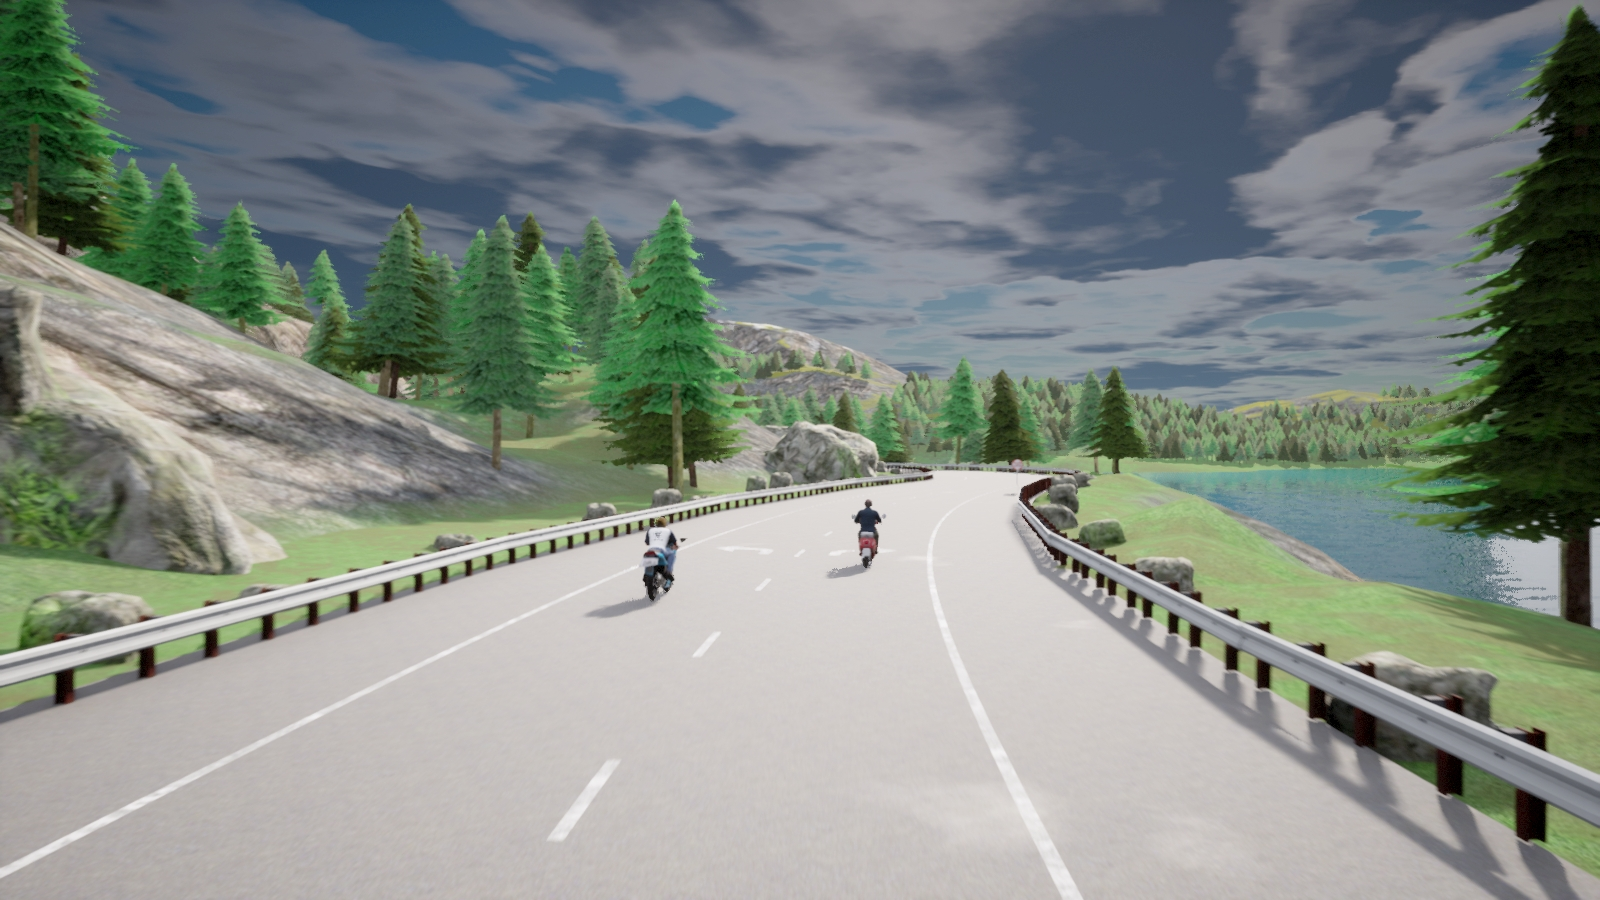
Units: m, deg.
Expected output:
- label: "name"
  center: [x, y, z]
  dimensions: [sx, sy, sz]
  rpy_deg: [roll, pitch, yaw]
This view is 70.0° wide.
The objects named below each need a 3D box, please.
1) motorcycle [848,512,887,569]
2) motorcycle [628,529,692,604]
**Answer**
- label: "motorcycle"
  center: [1.657, 2.183, 27.824]
  dimensions: [0.856, 1.236, 1.805]
  rpy_deg: [0, 0, 6]
- label: "motorcycle"
  center: [-2.638, 2.176, 21.692]
  dimensions: [0.803, 1.217, 2.033]
  rpy_deg: [0, 0, 5]
